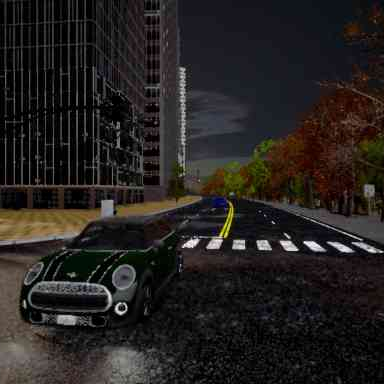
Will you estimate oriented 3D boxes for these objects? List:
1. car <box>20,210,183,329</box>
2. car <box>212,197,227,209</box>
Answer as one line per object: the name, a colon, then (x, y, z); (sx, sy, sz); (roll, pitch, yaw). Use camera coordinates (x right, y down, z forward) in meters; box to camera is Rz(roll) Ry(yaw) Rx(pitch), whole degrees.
car: (-1.571, 1.353, 7.301); (2.097, 1.767, 4.553); (0, 0, 9)
car: (3.858, 1.495, 46.204); (1.882, 1.535, 5.008); (0, 0, 7)
